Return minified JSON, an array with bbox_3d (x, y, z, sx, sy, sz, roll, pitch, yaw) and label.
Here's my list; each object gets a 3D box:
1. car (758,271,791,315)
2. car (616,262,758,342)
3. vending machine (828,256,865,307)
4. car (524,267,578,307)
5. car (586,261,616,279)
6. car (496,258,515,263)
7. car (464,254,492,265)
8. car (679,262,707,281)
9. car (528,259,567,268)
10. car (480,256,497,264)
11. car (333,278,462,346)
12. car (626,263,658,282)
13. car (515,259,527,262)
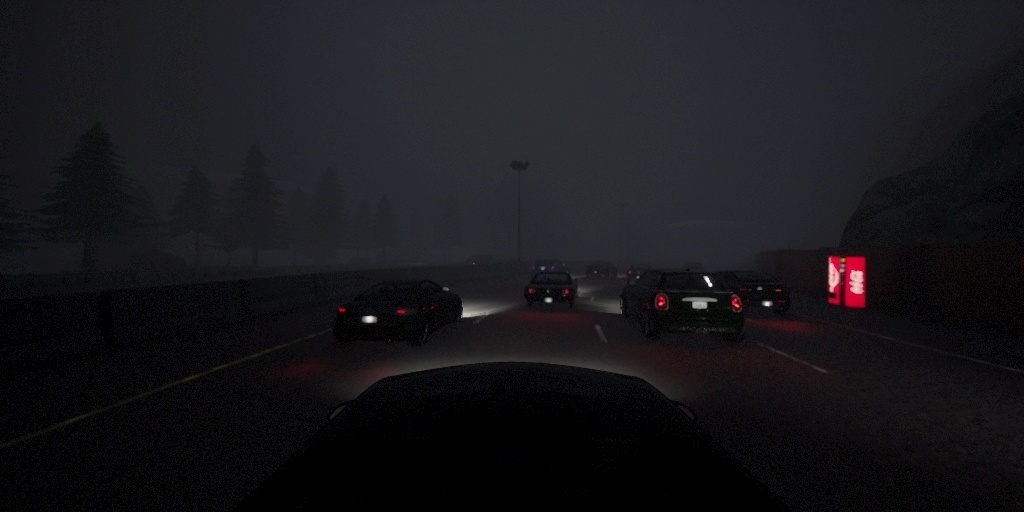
[{"bbox_3d":[8.679,1.262,13.828,1.837,1.490,4.892,0,0,12],"label":"car"},{"bbox_3d":[4.434,1.097,10.041,2.097,1.767,4.553,0,0,8],"label":"car"},{"bbox_3d":[13.834,0.982,14.791,1.100,2.100,0.880,0,0,15],"label":"vending machine"},{"bbox_3d":[1.808,1.309,15.215,1.895,1.301,4.718,0,0,12],"label":"car"},{"bbox_3d":[8.011,1.160,31.613,1.882,1.535,5.008,0,0,27],"label":"car"},{"bbox_3d":[0.133,1.114,52.325,1.994,1.385,4.181,1,0,35],"label":"car"},{"bbox_3d":[-5.188,0.723,56.917,2.150,2.045,5.566,1,0,35],"label":"car"},{"bbox_3d":[15.848,1.260,31.264,1.812,1.442,4.674,0,0,31],"label":"car"},{"bbox_3d":[3.274,1.011,29.877,2.097,1.767,4.553,1,0,25],"label":"car"},{"bbox_3d":[-2.105,1.072,55.233,2.033,1.411,5.357,1,0,35],"label":"car"},{"bbox_3d":[-2.689,1.266,9.363,1.994,1.385,4.181,0,0,7],"label":"car"},{"bbox_3d":[10.689,1.310,29.331,1.895,1.301,4.718,0,0,27],"label":"car"},{"bbox_3d":[2.742,1.141,49.935,1.994,1.385,4.181,1,0,34],"label":"car"}]
